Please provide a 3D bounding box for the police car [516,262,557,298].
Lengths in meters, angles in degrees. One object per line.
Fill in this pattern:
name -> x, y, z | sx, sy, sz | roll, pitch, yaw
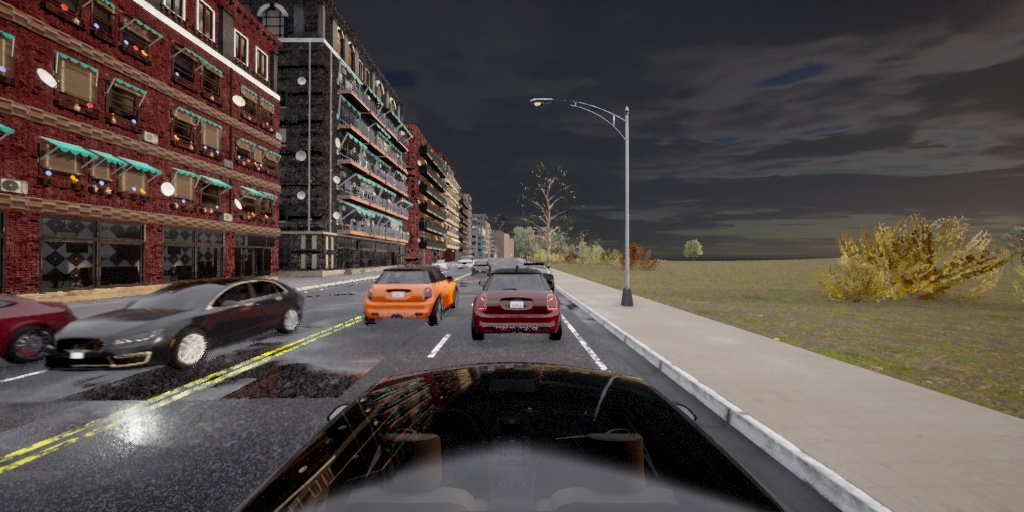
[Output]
police car -> 1.177, 1.177, 19.592 | 1.930, 1.638, 5.238 | 0, 0, 0

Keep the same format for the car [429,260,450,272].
car -> -9.739, 1.276, 48.527 | 1.812, 1.442, 4.674 | 0, 0, 0

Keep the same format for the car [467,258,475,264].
car -> -3.069, 1.245, 37.223 | 2.128, 1.511, 4.902 | 0, 0, 0

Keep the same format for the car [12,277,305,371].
car -> -6.589, 1.256, 7.861 | 1.837, 1.490, 4.892 | 0, 0, 0

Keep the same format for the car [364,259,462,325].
car -> -3.128, 1.103, 12.008 | 2.097, 1.767, 4.553 | 0, 0, 0

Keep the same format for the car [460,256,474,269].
car -> -6.482, 0.972, 51.428 | 2.150, 2.045, 5.566 | 0, 0, 0

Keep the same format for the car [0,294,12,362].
car -> -9.844, 1.276, 5.427 | 1.812, 1.442, 4.674 | 0, 0, 0

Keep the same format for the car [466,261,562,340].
car -> 0.114, 1.103, 10.096 | 2.097, 1.767, 4.553 | 0, 0, 0
